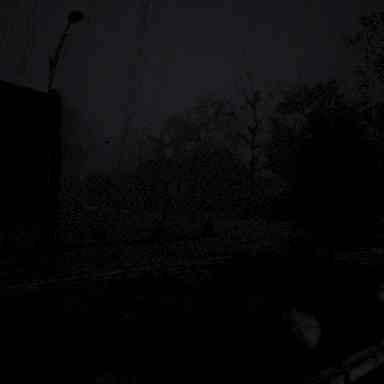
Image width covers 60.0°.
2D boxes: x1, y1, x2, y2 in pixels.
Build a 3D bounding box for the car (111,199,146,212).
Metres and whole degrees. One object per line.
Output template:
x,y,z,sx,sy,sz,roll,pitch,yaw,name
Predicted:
-7.792,1.570,40.738,4.902,1.511,2.128,1,0,35,car
